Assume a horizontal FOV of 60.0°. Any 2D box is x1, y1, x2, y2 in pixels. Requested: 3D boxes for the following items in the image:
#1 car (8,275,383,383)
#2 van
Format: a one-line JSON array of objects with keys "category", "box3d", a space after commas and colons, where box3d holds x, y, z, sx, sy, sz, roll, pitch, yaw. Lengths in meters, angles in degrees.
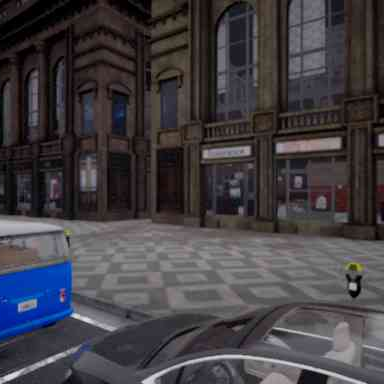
[{"category": "car", "box3d": [0.803, 1.552, 2.390, 4.403, 1.369, 2.008, 0, 0, 36]}, {"category": "van", "box3d": [-3.788, 1.347, 5.731, 3.998, 1.788, 1.690, 0, 0, 36]}]
